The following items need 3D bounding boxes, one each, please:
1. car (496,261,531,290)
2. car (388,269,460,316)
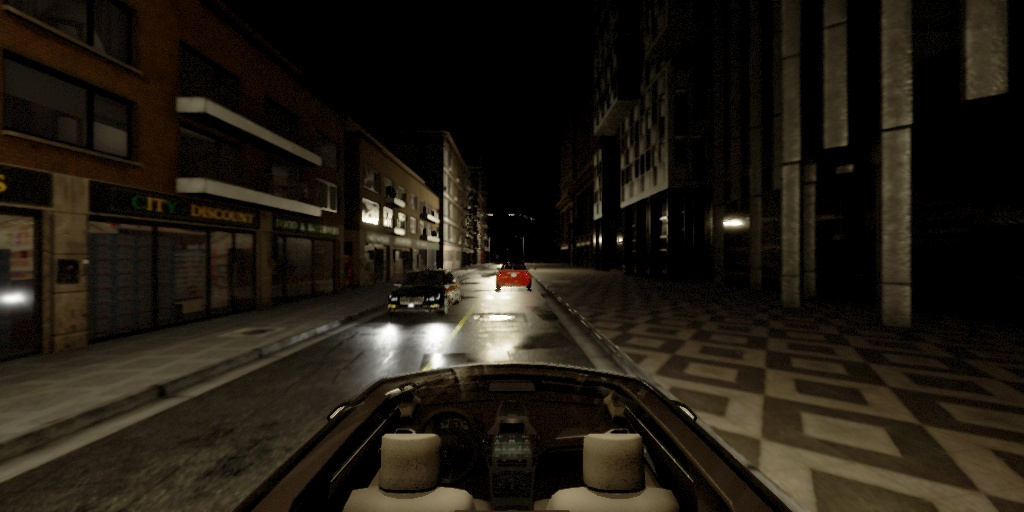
[{"bbox_3d":[0.095,1.138,22.886,2.097,1.767,4.553,0,0,0],"label":"car"},{"bbox_3d":[-3.099,1.268,13.452,1.837,1.490,4.892,0,0,0],"label":"car"}]
